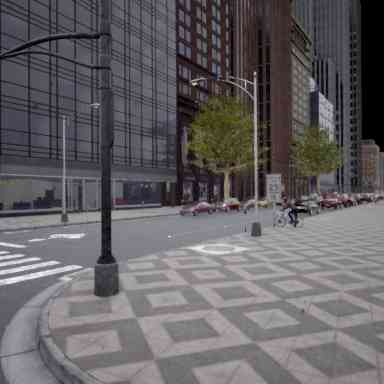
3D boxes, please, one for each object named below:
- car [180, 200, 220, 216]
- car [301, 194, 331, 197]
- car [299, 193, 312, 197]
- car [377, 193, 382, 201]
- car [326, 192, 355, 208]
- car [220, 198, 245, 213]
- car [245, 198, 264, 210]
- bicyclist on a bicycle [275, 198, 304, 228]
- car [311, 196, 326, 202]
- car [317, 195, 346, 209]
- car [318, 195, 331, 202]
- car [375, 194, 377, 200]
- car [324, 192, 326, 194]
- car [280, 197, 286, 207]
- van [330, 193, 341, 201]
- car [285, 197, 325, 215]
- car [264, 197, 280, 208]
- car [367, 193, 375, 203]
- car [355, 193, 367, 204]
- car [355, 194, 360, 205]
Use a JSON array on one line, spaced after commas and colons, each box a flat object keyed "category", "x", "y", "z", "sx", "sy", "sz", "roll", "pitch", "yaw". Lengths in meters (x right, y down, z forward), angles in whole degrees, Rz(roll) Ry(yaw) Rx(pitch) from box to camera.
[{"category": "car", "x": 0.542, "y": 1.524, "z": 31.665, "sx": 1.802, "sy": 1.307, "sz": 4.206, "roll": 0, "pitch": 0, "yaw": 35}, {"category": "car", "x": 16.585, "y": 1.339, "z": 44.467, "sx": 2.128, "sy": 1.511, "sz": 4.902, "roll": -1, "pitch": 0, "yaw": 35}, {"category": "car", "x": 19.730, "y": 1.415, "z": 59.535, "sx": 1.887, "sy": 1.381, "sz": 4.507, "roll": 0, "pitch": 0, "yaw": 35}, {"category": "car", "x": 42.736, "y": 1.357, "z": 77.914, "sx": 1.802, "sy": 1.307, "sz": 4.206, "roll": -1, "pitch": 0, "yaw": 35}, {"category": "car", "x": 20.351, "y": 1.136, "z": 45.406, "sx": 2.192, "sy": 1.841, "sz": 5.009, "roll": 0, "pitch": 0, "yaw": 35}, {"category": "car", "x": 3.739, "y": 1.366, "z": 36.310, "sx": 1.967, "sy": 1.590, "sz": 4.097, "roll": 0, "pitch": 0, "yaw": 35}, {"category": "car", "x": 6.938, "y": 1.494, "z": 40.955, "sx": 1.802, "sy": 1.307, "sz": 4.206, "roll": 0, "pitch": 0, "yaw": 35}, {"category": "bicyclist on a bicycle", "x": 5.325, "y": 1.177, "z": 18.357, "sx": 1.656, "sy": 1.620, "sz": 0.582, "roll": -1, "pitch": 0, "yaw": 35}, {"category": "car", "x": 26.128, "y": 1.417, "z": 68.825, "sx": 1.947, "sy": 1.339, "sz": 4.313, "roll": 0, "pitch": 0, "yaw": 35}, {"category": "car", "x": 17.154, "y": 1.376, "z": 40.760, "sx": 1.887, "sy": 1.381, "sz": 4.507, "roll": 0, "pitch": 0, "yaw": 35}, {"category": "car", "x": 29.325, "y": 1.426, "z": 73.469, "sx": 1.802, "sy": 1.307, "sz": 4.206, "roll": 0, "pitch": 0, "yaw": 35}, {"category": "car", "x": 36.437, "y": 1.301, "z": 68.766, "sx": 1.752, "sy": 1.417, "sz": 4.829, "roll": -1, "pitch": 0, "yaw": 35}, {"category": "car", "x": 22.274, "y": 1.051, "z": 52.731, "sx": 2.150, "sy": 2.045, "sz": 5.566, "roll": -1, "pitch": 0, "yaw": 35}, {"category": "car", "x": 13.334, "y": 1.455, "z": 50.245, "sx": 1.947, "sy": 1.339, "sz": 4.313, "roll": 0, "pitch": 0, "yaw": 35}, {"category": "van", "x": 35.719, "y": 1.184, "z": 82.761, "sx": 1.690, "sy": 1.788, "sz": 3.998, "roll": -1, "pitch": 0, "yaw": 35}, {"category": "car", "x": 10.759, "y": 1.424, "z": 31.471, "sx": 1.947, "sy": 1.339, "sz": 4.313, "roll": 0, "pitch": 0, "yaw": 35}, {"category": "car", "x": 10.039, "y": 1.426, "z": 45.459, "sx": 1.752, "sy": 1.417, "sz": 4.829, "roll": 0, "pitch": 0, "yaw": 35}, {"category": "car", "x": 33.142, "y": 1.098, "z": 63.983, "sx": 2.192, "sy": 1.841, "sz": 5.009, "roll": 0, "pitch": 0, "yaw": 35}, {"category": "car", "x": 26.746, "y": 1.117, "z": 54.694, "sx": 2.192, "sy": 1.841, "sz": 5.009, "roll": 0, "pitch": 0, "yaw": 35}, {"category": "car", "x": 23.549, "y": 1.377, "z": 50.049, "sx": 1.947, "sy": 1.339, "sz": 4.313, "roll": 0, "pitch": 0, "yaw": 35}]
